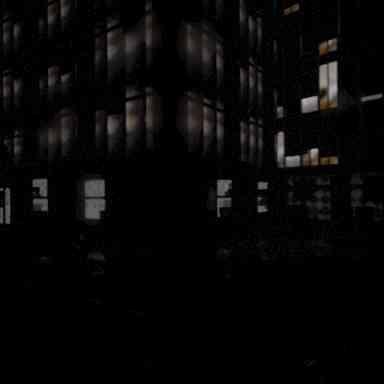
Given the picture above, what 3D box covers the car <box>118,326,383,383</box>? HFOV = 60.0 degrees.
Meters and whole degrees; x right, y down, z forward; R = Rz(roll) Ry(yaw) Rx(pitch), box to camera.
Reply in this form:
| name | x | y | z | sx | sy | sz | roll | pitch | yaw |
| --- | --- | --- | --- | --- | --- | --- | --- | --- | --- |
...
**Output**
| name | x | y | z | sx | sy | sz | roll | pitch | yaw |
| --- | --- | --- | --- | --- | --- | --- | --- | --- | --- |
| car | 1.261 | 1.582 | 1.975 | 4.206 | 1.307 | 1.802 | -1 | 0 | 36 |
